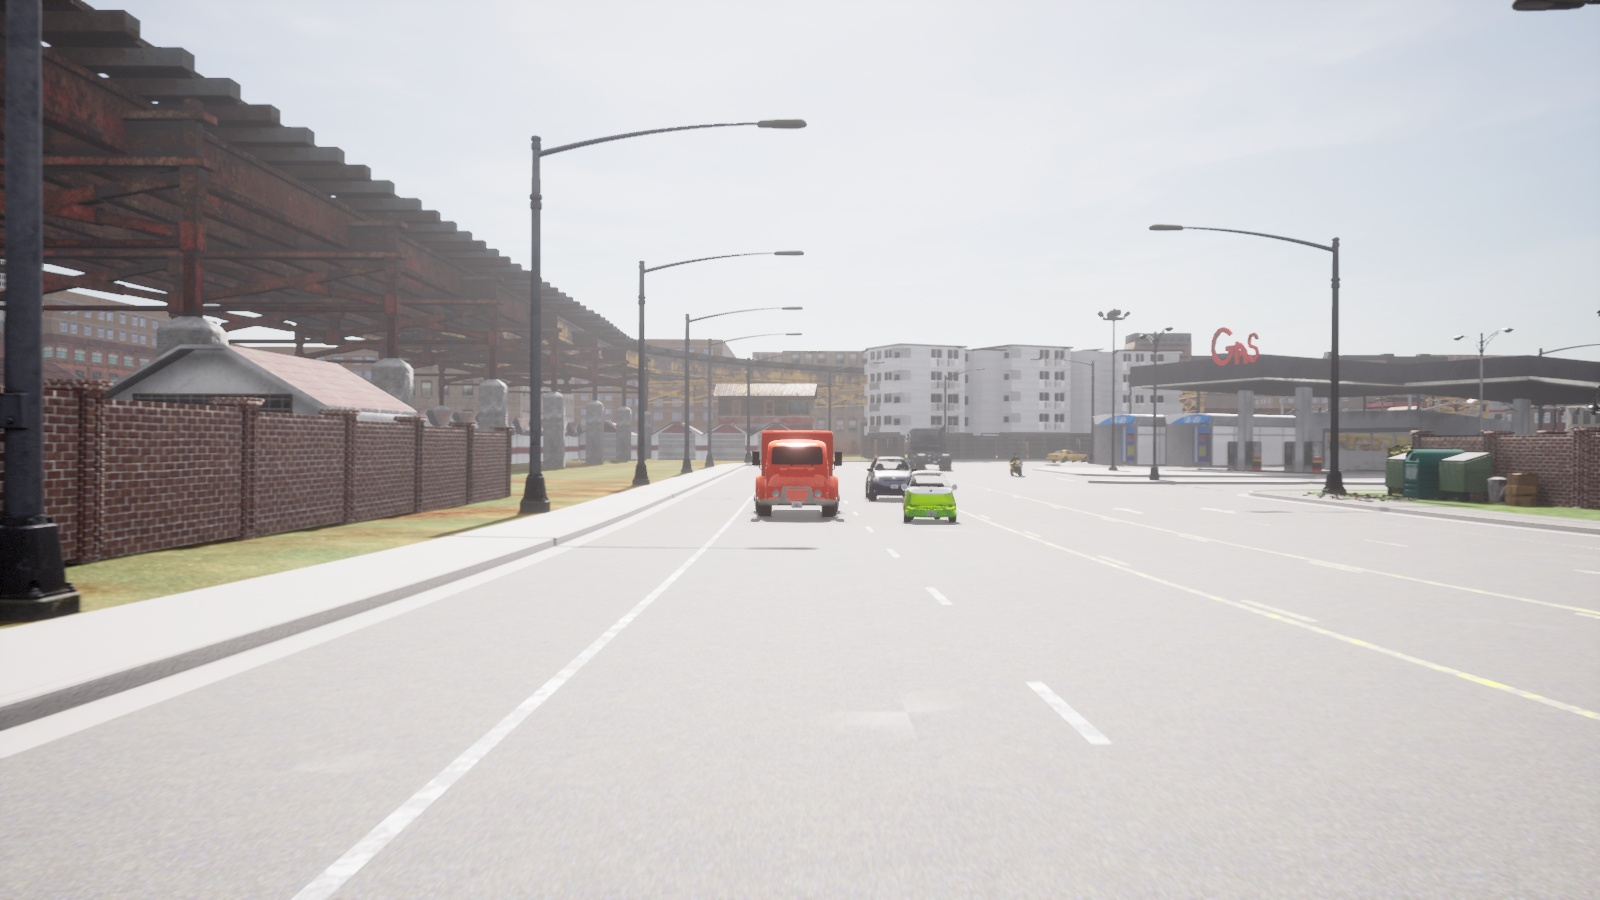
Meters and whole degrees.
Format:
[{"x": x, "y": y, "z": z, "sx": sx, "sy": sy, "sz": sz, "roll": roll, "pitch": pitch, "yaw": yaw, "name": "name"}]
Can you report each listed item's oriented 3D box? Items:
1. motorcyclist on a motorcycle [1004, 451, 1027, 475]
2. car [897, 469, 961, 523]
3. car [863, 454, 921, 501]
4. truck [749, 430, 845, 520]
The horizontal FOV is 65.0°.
[{"x": 13.833, "y": 0.837, "z": 80.693, "sx": 0.797, "sy": 1.523, "sz": 2.044, "roll": 1, "pitch": 0, "yaw": -11, "name": "motorcyclist on a motorcycle"}, {"x": 3.425, "y": 1.204, "z": 33.718, "sx": 1.481, "sy": 1.376, "sz": 2.207, "roll": 0, "pitch": 0, "yaw": 0, "name": "car"}, {"x": 3.397, "y": 0.987, "z": 46.856, "sx": 1.851, "sy": 1.617, "sz": 3.988, "roll": 0, "pitch": 0, "yaw": 0, "name": "car"}, {"x": -0.085, "y": 0.669, "z": 36.995, "sx": 2.627, "sy": 2.467, "sz": 5.204, "roll": 0, "pitch": 0, "yaw": 0, "name": "truck"}]
